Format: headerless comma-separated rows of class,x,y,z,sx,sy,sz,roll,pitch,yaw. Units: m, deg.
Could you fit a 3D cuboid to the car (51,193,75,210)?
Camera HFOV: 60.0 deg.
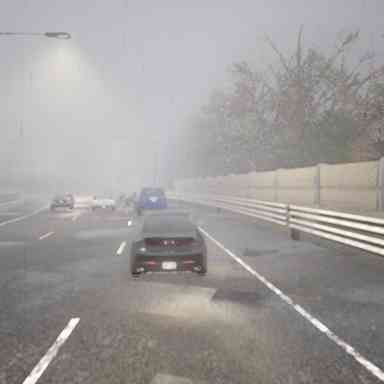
car,-11.722,0.832,30.253,2.033,1.411,5.357,0,1,-18

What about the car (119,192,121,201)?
car,-9.077,0.515,45.747,1.895,1.301,4.718,0,1,-15

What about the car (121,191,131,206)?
car,-6.328,0.667,36.112,1.812,1.442,4.674,0,2,-17

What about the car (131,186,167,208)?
car,-3.222,0.615,25.403,2.150,2.045,5.566,0,1,-13

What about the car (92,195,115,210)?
car,-7.949,0.895,29.733,1.895,1.301,4.718,0,1,-16

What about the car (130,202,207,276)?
car,-0.674,1.274,9.575,1.837,1.490,4.892,0,1,-4
